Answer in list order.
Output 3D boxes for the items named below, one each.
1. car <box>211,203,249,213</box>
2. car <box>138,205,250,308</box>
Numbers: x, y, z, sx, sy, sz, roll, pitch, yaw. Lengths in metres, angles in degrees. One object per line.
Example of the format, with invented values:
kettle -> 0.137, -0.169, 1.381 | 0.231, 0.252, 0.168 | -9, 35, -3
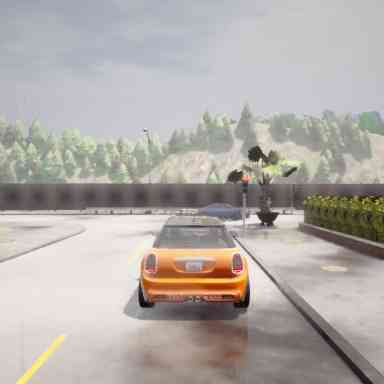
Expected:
car -> 2.469, 1.564, 26.251 | 4.181, 1.385, 1.994 | 0, 0, 0
car -> 0.056, 1.352, 8.091 | 2.097, 1.767, 4.553 | 0, 0, 0
